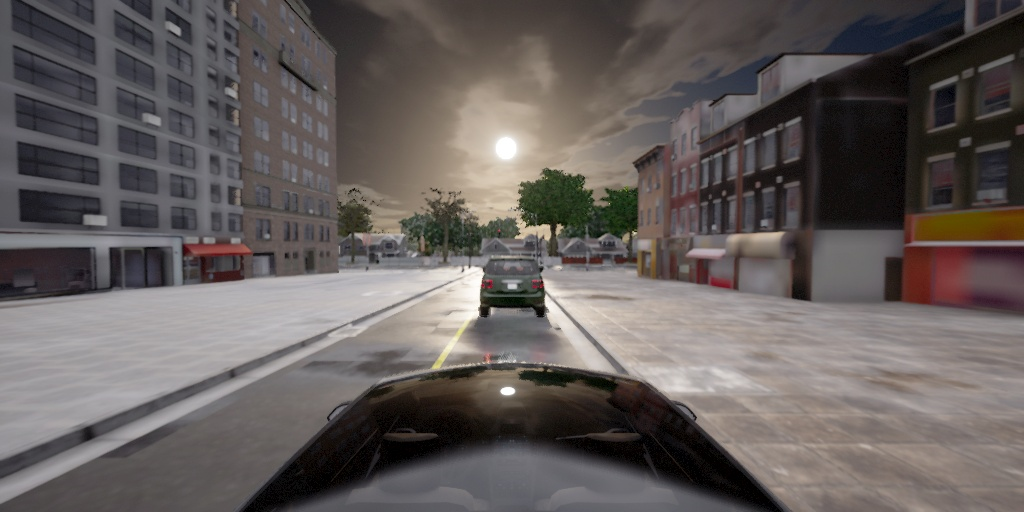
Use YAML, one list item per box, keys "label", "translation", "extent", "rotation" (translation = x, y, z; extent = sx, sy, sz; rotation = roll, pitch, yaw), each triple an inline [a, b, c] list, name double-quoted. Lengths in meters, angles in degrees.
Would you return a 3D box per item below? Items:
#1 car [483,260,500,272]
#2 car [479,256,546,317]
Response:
- label: "car"
  translation: [-2.789, 1.341, 49.576]
  extent: [2.128, 1.511, 4.902]
  rotation: [0, 0, 0]
- label: "car"
  translation: [0.033, 1.005, 13.484]
  extent: [2.150, 2.045, 5.566]
  rotation: [0, 0, 1]
